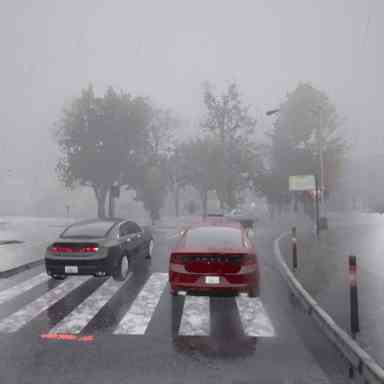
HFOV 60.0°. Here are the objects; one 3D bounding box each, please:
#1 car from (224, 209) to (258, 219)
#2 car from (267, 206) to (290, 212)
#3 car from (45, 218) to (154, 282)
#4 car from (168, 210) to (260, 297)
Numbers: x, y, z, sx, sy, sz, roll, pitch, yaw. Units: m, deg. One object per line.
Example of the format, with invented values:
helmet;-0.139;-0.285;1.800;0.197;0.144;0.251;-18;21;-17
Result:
car;2.919;1.949;23.125;2.128;1.511;4.902;-4;-5;39
car;18.936;3.903;72.846;4.892;1.490;1.837;-3;-5;37
car;-2.453;1.531;9.936;1.837;1.490;4.892;-1;-1;7
car;0.632;1.472;8.626;1.882;1.535;5.008;-1;0;6
